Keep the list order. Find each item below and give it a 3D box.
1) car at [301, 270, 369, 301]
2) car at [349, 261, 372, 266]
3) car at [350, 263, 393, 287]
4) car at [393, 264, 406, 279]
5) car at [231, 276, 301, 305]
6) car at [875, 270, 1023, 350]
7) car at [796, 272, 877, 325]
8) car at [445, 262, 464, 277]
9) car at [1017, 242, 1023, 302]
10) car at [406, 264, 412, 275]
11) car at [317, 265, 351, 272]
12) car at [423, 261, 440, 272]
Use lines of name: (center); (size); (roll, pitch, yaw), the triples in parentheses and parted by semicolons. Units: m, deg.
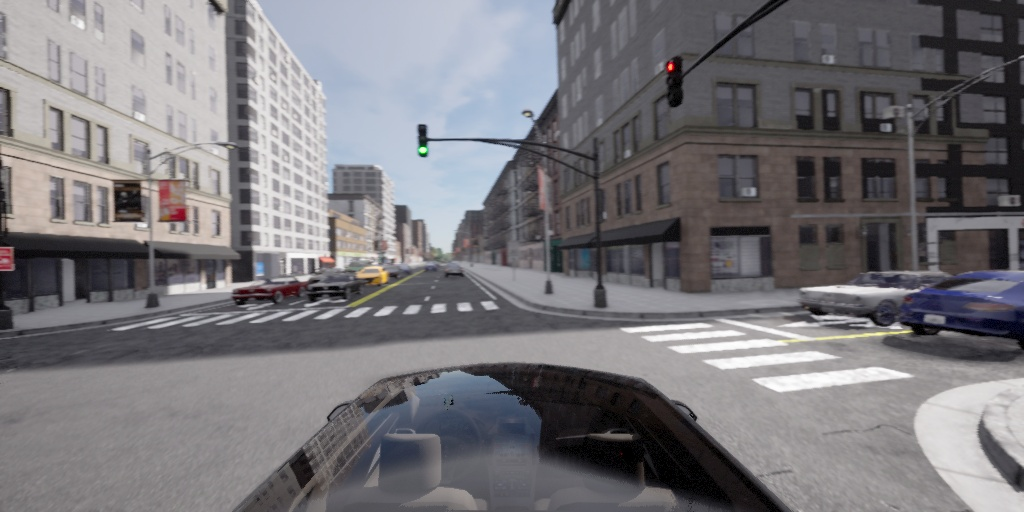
car: (-9.652, 1.681, 19.967); (1.895, 1.301, 4.718); (-2, 0, -10)
car: (-16.124, 1.532, 37.984); (2.150, 2.045, 5.566); (-2, 0, -10)
car: (-11.304, 1.627, 29.213); (1.882, 1.535, 5.008); (-2, 0, -10)
car: (-12.938, 1.722, 38.663); (1.837, 1.490, 4.892); (-2, 0, -10)
car: (-12.852, 1.775, 19.343); (1.895, 1.301, 4.718); (-2, 0, -10)
car: (10.587, 1.011, 7.389); (4.674, 1.442, 1.812); (-2, -1, -8)
car: (10.788, 1.098, 10.166); (4.718, 1.301, 1.895); (-2, 0, -9)
car: (-6.474, 1.591, 40.115); (1.994, 1.385, 4.181); (-2, 0, -10)
car: (20.425, 0.461, 11.803); (5.566, 2.045, 2.150); (-2, 0, -9)
car: (-14.720, 1.815, 48.698); (1.812, 1.442, 4.674); (-2, 0, -10)
car: (-14.444, 1.746, 28.306); (1.837, 1.490, 4.892); (-2, 0, -10)
car: (-12.849, 1.774, 56.865); (1.812, 1.442, 4.674); (-2, 0, -10)
